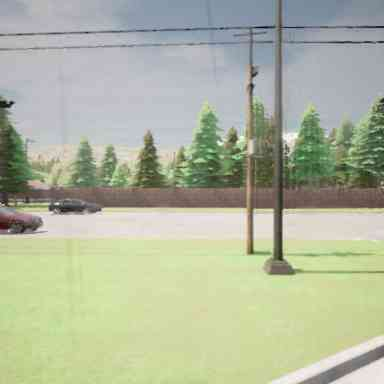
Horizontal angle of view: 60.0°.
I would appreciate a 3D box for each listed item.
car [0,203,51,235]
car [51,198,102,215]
[{"bbox_3d":[-10.406,1.452,17.763,4.674,1.442,1.812,0,0,1],"label":"car"},{"bbox_3d":[-11.115,1.384,31.768,4.892,1.490,1.837,0,0,1],"label":"car"}]
